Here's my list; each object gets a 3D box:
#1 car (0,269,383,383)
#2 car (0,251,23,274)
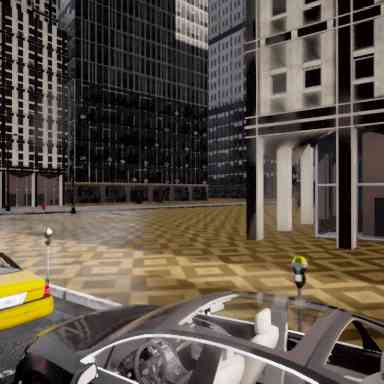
[{"bbox_3d":[0.272,1.551,2.684,4.403,1.369,2.008,0,0,36],"label":"car"},{"bbox_3d":[-4.480,1.524,6.079,4.829,1.417,1.752,0,0,36],"label":"car"}]
